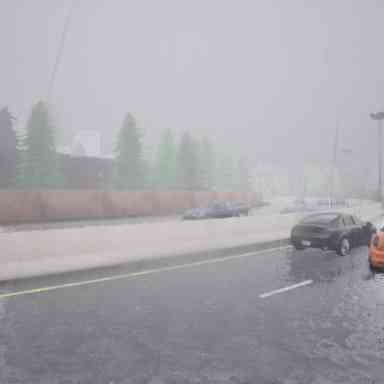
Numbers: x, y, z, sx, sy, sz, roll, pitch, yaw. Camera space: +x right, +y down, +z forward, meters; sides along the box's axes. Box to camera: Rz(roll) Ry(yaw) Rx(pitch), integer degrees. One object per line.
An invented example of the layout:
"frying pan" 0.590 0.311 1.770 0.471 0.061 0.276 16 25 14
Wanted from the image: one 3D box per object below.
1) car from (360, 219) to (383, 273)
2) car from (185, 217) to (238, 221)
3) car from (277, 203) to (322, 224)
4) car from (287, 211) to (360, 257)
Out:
"car" 7.065 1.399 9.810 4.553 1.767 2.097 0 0 -42
"car" 1.416 1.467 23.993 2.097 1.767 4.553 0 0 44
"car" 8.695 1.652 26.711 1.812 1.442 4.674 0 0 40
"car" 5.830 1.569 13.403 4.892 1.490 1.837 0 0 -43
